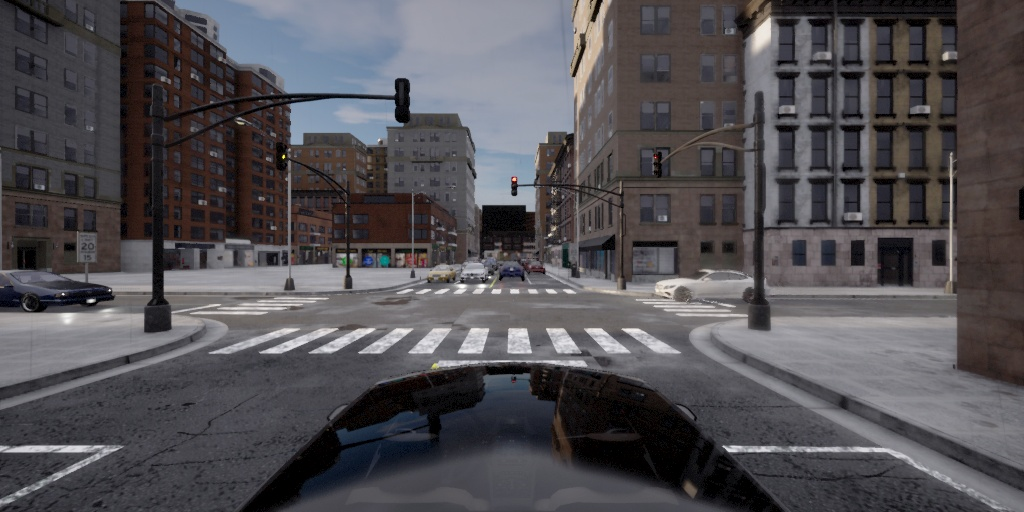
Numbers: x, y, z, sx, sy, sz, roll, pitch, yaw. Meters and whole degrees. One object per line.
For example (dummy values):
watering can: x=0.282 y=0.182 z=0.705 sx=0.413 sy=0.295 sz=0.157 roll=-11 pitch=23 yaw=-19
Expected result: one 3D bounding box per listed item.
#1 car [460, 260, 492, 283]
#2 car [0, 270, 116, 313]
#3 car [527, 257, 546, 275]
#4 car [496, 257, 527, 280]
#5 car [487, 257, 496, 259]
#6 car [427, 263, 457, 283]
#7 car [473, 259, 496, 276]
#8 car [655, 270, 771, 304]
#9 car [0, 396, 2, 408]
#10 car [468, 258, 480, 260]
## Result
car: x=-2.862 y=1.276 z=28.086 sx=1.812 sy=1.442 sz=4.674 roll=0 pitch=0 yaw=0
car: x=-17.810 y=1.215 z=12.912 sx=5.357 sy=1.411 sz=2.033 roll=0 pitch=0 yaw=0
car: x=2.616 y=1.191 z=39.443 sx=1.967 sy=1.591 sz=4.097 roll=0 pitch=0 yaw=0
car: x=0.011 y=1.103 z=31.466 sx=2.097 sy=1.767 sz=4.553 roll=0 pitch=0 yaw=1
car: x=-2.862 y=1.244 z=48.075 sx=2.128 sy=1.511 sz=4.902 roll=0 pitch=0 yaw=0
car: x=-5.403 y=1.276 z=27.945 sx=1.751 sy=1.417 sz=4.829 roll=0 pitch=0 yaw=0
car: x=-2.858 y=1.315 z=37.879 sx=1.994 sy=1.385 sz=4.181 roll=0 pitch=0 yaw=1
car: x=8.971 y=1.328 z=16.199 sx=4.674 sy=1.442 sz=1.812 roll=0 pitch=0 yaw=4
car: x=-5.388 y=1.300 z=1.270 sx=2.007 sy=1.370 sz=4.403 roll=0 pitch=0 yaw=0
car: x=-5.413 y=1.303 z=45.101 sx=2.007 sy=1.370 sz=4.403 roll=0 pitch=0 yaw=0
